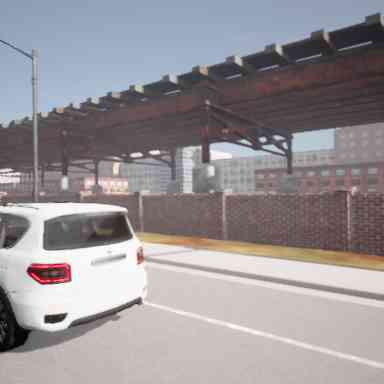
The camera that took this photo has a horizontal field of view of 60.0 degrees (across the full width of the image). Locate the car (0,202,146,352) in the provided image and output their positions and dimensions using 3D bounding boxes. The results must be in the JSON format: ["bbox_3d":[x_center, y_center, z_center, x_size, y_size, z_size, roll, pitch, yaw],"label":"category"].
[{"bbox_3d":[-3.376,1.212,6.400,5.566,2.045,2.150,0,0,35],"label":"car"}]
